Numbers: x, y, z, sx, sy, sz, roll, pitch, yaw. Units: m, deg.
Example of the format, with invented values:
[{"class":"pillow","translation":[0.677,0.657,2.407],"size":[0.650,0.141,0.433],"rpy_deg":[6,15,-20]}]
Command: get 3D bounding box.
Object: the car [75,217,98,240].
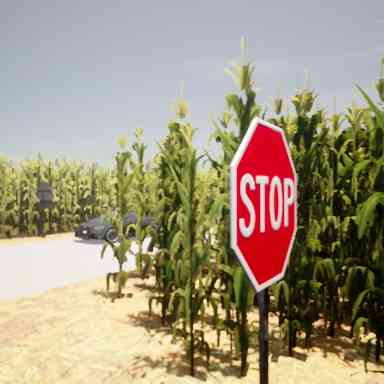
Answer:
[{"class":"car","translation":[-3.540,1.579,16.219],"size":[1.994,1.385,4.181],"rpy_deg":[0,0,36]}]
